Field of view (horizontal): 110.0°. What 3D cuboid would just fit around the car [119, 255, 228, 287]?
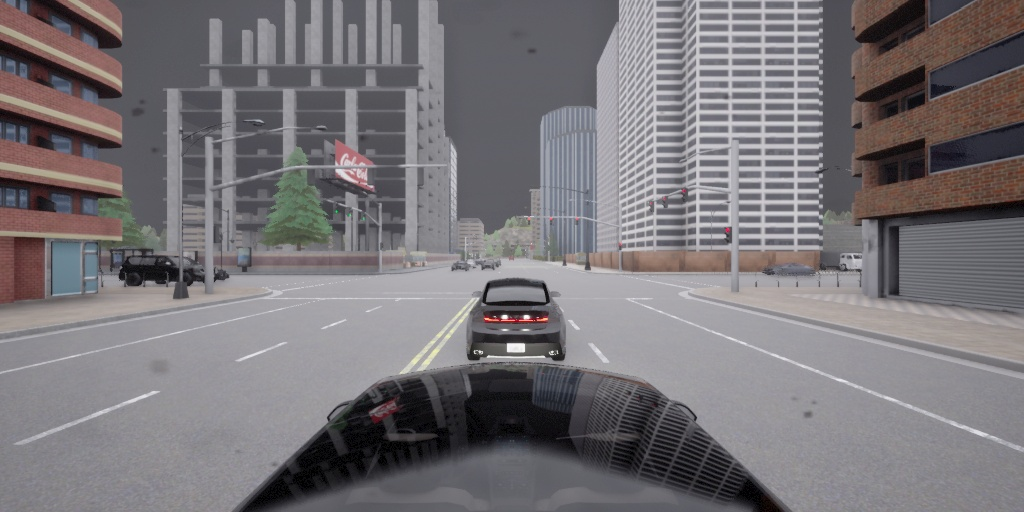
[{"bbox_3d":[-22.808,0.972,24.025,5.566,2.045,2.150,0,0,0],"label":"car"}]

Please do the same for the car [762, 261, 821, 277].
[{"bbox_3d":[26.724,1.314,34.736,4.181,1.385,1.994,0,0,0],"label":"car"}]

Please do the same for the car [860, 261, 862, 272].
[{"bbox_3d":[34.188,1.297,31.221,5.357,1.411,2.033,0,0,0],"label":"car"}]

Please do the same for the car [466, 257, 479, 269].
[{"bbox_3d":[-6.808,1.276,56.842,1.812,1.442,4.674,0,0,0],"label":"car"}]

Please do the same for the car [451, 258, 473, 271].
[{"bbox_3d":[-6.860,1.314,47.989,1.994,1.385,4.181,0,0,0],"label":"car"}]

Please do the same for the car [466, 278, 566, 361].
[{"bbox_3d":[0.095,1.255,8.278,1.837,1.490,4.892,0,0,1],"label":"car"}]

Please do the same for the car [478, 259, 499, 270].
[{"bbox_3d":[-3.340,1.255,51.540,1.837,1.490,4.892,0,0,0],"label":"car"}]

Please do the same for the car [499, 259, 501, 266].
[{"bbox_3d":[-3.269,1.228,61.751,1.882,1.535,5.008,0,0,1],"label":"car"}]

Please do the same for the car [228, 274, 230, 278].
[{"bbox_3d":[-24.285,1.314,27.524,4.181,1.385,1.994,0,0,0],"label":"car"}]
